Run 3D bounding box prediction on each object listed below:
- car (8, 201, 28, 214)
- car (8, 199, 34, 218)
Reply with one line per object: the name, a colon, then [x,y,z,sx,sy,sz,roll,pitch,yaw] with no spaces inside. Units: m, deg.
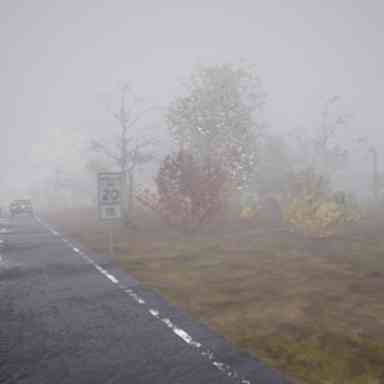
car: [-25.211,2.193,47.969,2.128,1.511,4.902,-2,0,-32]
car: [-19.239,1.770,37.608,2.150,2.045,5.566,-2,0,-29]
